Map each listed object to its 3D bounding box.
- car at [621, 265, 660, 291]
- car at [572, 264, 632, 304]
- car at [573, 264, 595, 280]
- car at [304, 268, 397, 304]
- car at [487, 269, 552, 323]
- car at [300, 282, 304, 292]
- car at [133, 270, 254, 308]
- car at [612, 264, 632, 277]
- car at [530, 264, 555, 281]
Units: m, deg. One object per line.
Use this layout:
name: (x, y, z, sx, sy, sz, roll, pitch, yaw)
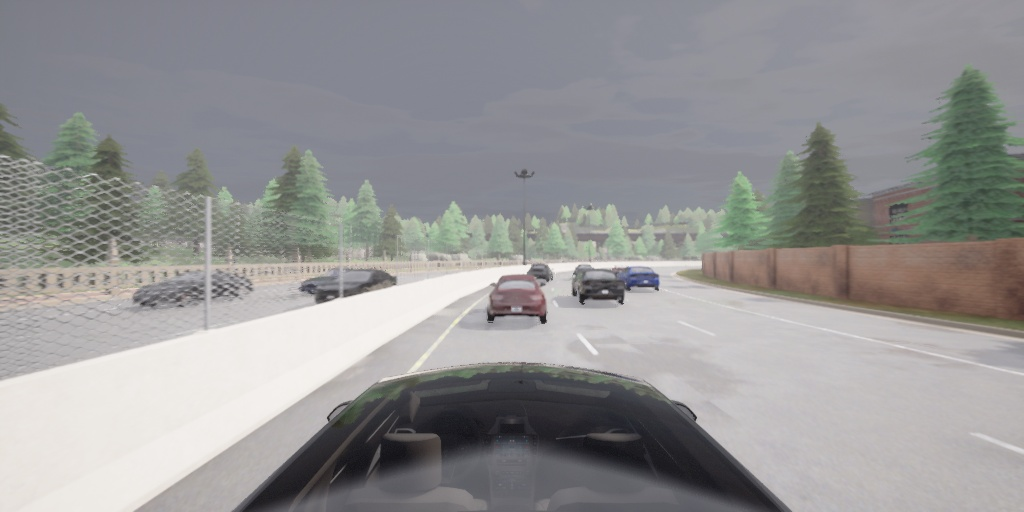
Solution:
car: (8.208, 1.376, 23.536, 1.882, 1.535, 5.008, 0, 0, 8)
car: (3.962, 1.332, 17.046, 1.882, 1.535, 5.008, 0, 0, 4)
car: (7.088, 1.501, 34.975, 1.812, 1.442, 4.674, 0, 0, 15)
car: (-6.782, 1.324, 16.194, 1.882, 1.535, 5.008, 0, -1, 3)
car: (0.205, 1.348, 12.407, 1.812, 1.442, 4.674, 0, 0, 2)
car: (-9.946, 1.427, 21.164, 2.033, 1.411, 5.357, 0, 0, 6)
car: (-13.795, 1.369, 15.965, 1.812, 1.442, 4.674, 0, -1, 3)
car: (12.377, 1.612, 40.214, 1.895, 1.301, 4.718, 0, 0, 19)
car: (2.510, 1.453, 31.008, 1.837, 1.490, 4.892, 0, 0, 12)
